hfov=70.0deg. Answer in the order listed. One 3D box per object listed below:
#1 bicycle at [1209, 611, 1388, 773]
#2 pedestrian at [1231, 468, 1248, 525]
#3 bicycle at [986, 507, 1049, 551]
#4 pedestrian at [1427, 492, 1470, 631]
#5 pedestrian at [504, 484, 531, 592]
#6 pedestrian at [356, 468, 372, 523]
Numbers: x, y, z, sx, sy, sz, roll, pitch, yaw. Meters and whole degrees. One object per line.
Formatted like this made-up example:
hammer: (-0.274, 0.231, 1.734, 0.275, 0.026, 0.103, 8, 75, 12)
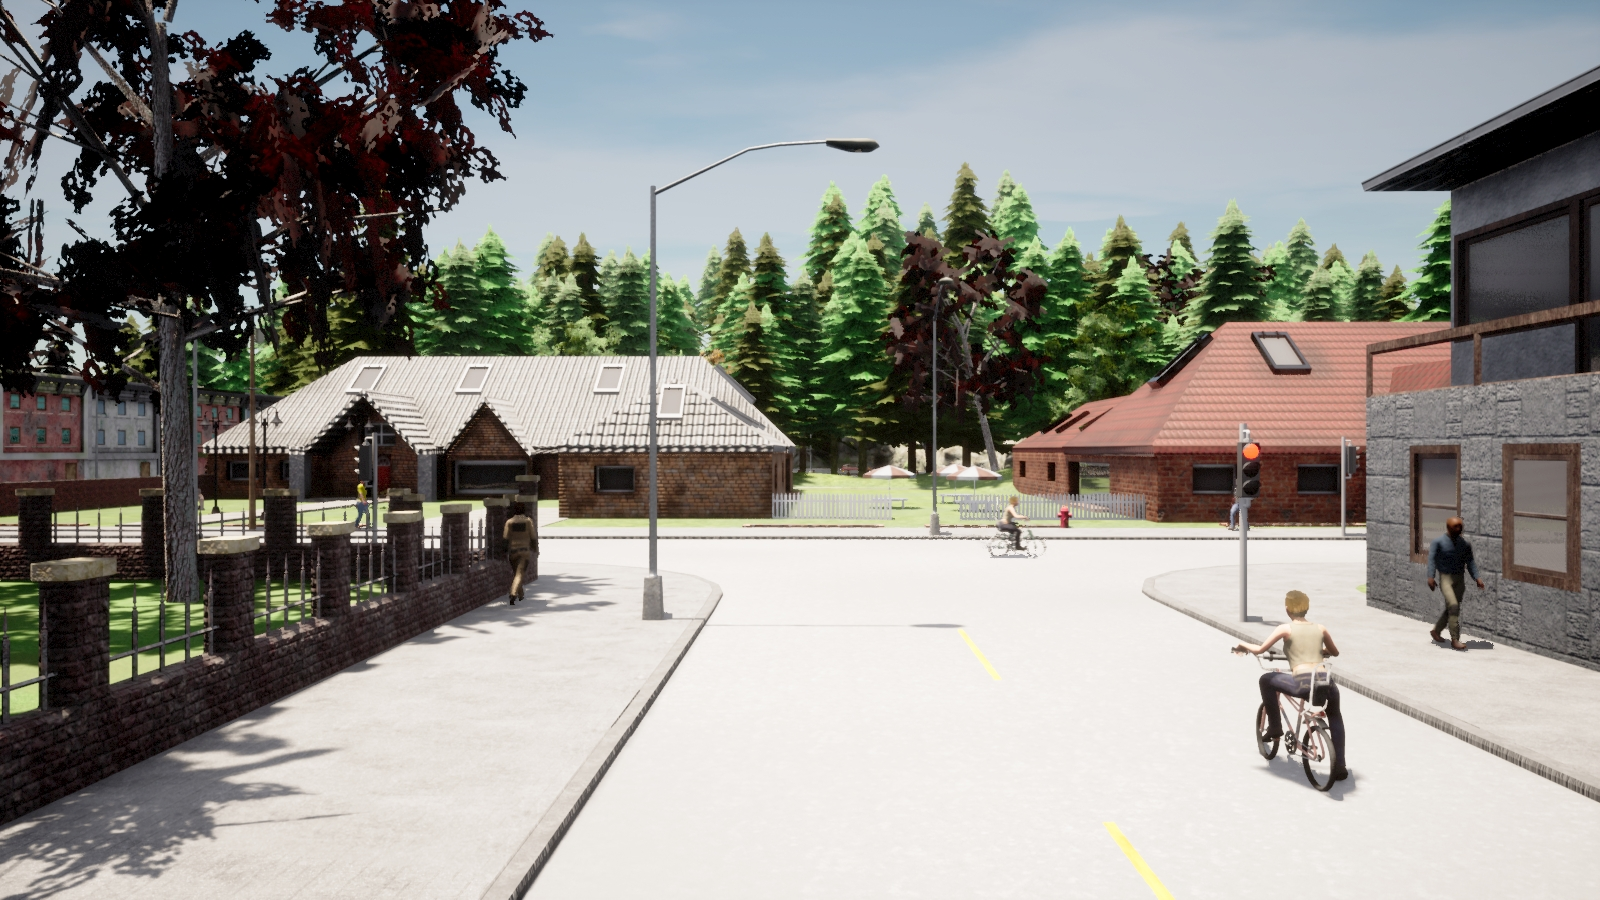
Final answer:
bicycle: (4.247, 2.036, 9.857, 0.859, 1.080, 1.487, 0, 0, -2)
pedestrian: (14.561, 1.524, 37.871, 0.375, 1.860, 0.375, 0, 0, -23)
bicycle: (5.642, 2.036, 29.699, 1.487, 1.080, 0.859, 0, 0, 1)
pedestrian: (8.858, 1.516, 15.606, 0.375, 1.860, 0.375, 0, 0, 0)
pedestrian: (-4.911, 1.523, 19.860, 0.375, 1.860, 0.375, 0, 0, -2)
pedestrian: (-14.657, 1.524, 38.422, 0.375, 1.860, 0.375, 0, 0, 2)
